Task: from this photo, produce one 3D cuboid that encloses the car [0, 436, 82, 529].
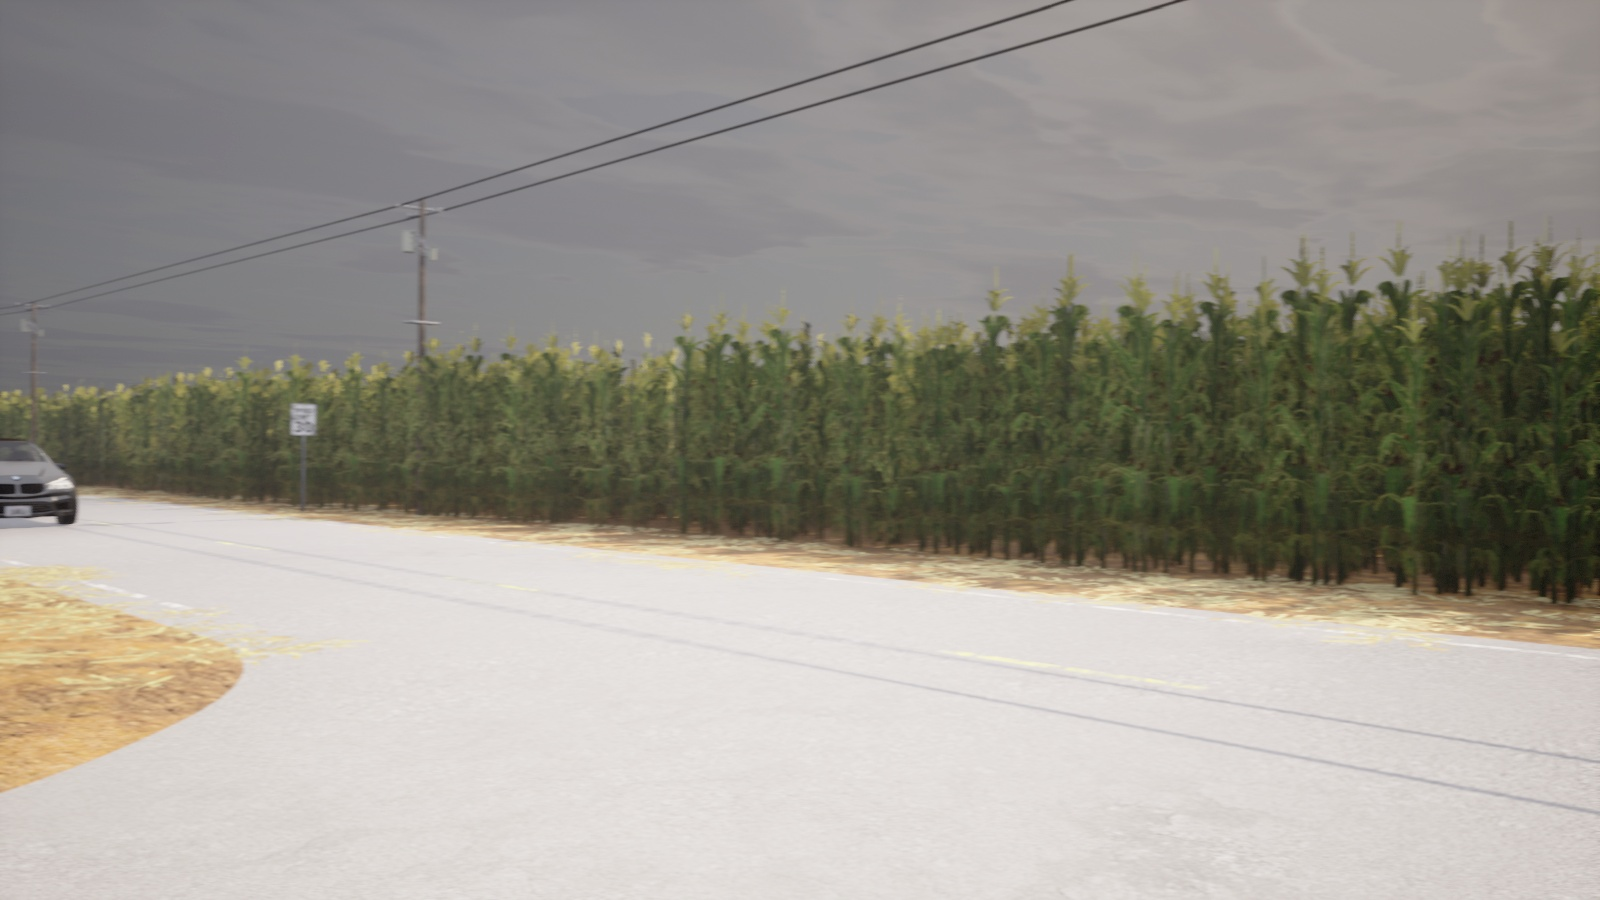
[{"bbox_3d":[-15.761,0.581,24.307,2.242,1.667,4.611,0,0,-43],"label":"car"}]
